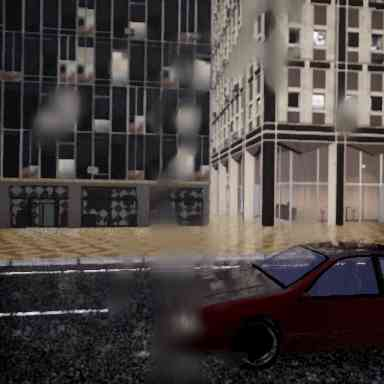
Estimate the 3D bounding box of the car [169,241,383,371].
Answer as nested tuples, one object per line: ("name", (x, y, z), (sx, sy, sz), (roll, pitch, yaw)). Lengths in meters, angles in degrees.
("car", (2.337, 1.536, 5.223), (5.357, 1.411, 2.033), (0, 0, -7))
